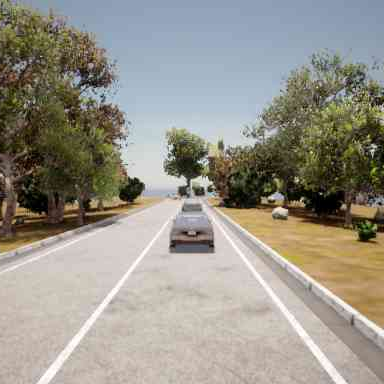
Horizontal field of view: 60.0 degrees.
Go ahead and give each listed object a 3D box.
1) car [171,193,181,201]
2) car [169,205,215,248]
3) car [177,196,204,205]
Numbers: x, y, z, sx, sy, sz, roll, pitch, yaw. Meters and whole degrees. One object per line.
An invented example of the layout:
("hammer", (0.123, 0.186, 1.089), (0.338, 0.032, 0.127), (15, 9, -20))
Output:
("car", (-3.499, 0.938, 72.744), (2.097, 1.767, 4.553), (0, 0, 0))
("car", (0.000, 1.536, 14.649), (2.033, 1.411, 5.357), (0, 0, 0))
("car", (0.000, 1.399, 29.646), (2.128, 1.511, 4.902), (0, 0, 0))
